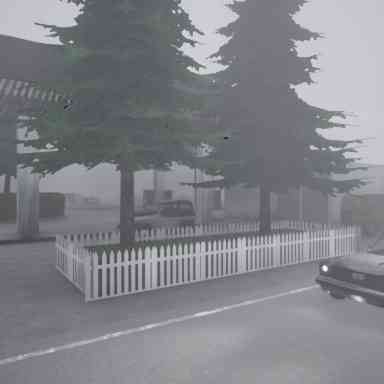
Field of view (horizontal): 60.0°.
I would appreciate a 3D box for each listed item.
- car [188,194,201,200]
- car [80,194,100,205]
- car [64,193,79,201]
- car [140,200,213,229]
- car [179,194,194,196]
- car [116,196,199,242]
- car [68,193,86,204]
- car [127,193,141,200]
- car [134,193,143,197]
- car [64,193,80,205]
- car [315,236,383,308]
[{"bbox_3d":[0.648,1.371,95.581,1.845,1.501,3.633,0,0,-34],"label":"car"},{"bbox_3d":[-16.171,1.360,53.180,1.970,1.475,3.806,0,0,-34],"label":"car"},{"bbox_3d":[-27.821,1.152,76.477,2.152,1.636,5.027,0,0,-34],"label":"car"},{"bbox_3d":[-1.021,1.480,23.174,4.611,1.667,2.242,0,0,-34],"label":"car"},{"bbox_3d":[-1.715,1.318,71.967,1.845,1.501,3.633,0,0,-34],"label":"car"},{"bbox_3d":[-1.525,1.313,16.060,3.866,1.878,1.905,0,0,-34],"label":"car"},{"bbox_3d":[-20.871,1.096,60.237,1.932,1.855,4.605,0,0,-34],"label":"car"},{"bbox_3d":[-14.942,1.095,85.465,1.932,1.855,4.605,0,0,-34],"label":"car"},{"bbox_3d":[-10.080,1.296,66.501,2.007,1.523,4.514,0,0,-34],"label":"car"},{"bbox_3d":[-19.283,1.076,51.859,1.905,1.878,3.866,0,0,-34],"label":"car"},{"bbox_3d":[4.828,1.601,7.153,4.718,1.301,1.895,0,0,-33],"label":"car"}]
